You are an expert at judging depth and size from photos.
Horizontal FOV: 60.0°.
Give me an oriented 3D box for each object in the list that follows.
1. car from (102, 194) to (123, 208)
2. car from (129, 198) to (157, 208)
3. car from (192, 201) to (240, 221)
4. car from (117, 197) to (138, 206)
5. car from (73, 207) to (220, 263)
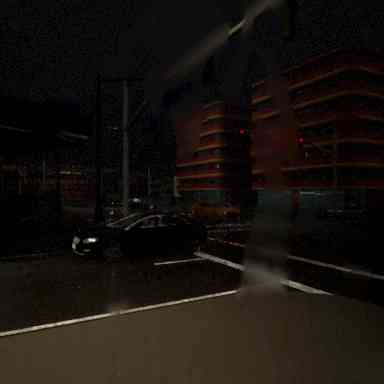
[{"bbox_3d":[-11.781,1.503,49.533,1.837,1.490,4.892,0,1,-30],"label":"car"},{"bbox_3d":[-5.739,1.492,39.235,2.128,1.511,4.902,0,0,-30],"label":"car"},{"bbox_3d":[1.797,1.478,26.421,1.882,1.535,5.008,0,0,-30],"label":"car"},{"bbox_3d":[-10.785,1.601,55.092,1.895,1.301,4.718,0,0,-30],"label":"car"},{"bbox_3d":[-1.703,1.491,12.034,4.902,1.511,2.128,0,0,-31],"label":"car"}]
